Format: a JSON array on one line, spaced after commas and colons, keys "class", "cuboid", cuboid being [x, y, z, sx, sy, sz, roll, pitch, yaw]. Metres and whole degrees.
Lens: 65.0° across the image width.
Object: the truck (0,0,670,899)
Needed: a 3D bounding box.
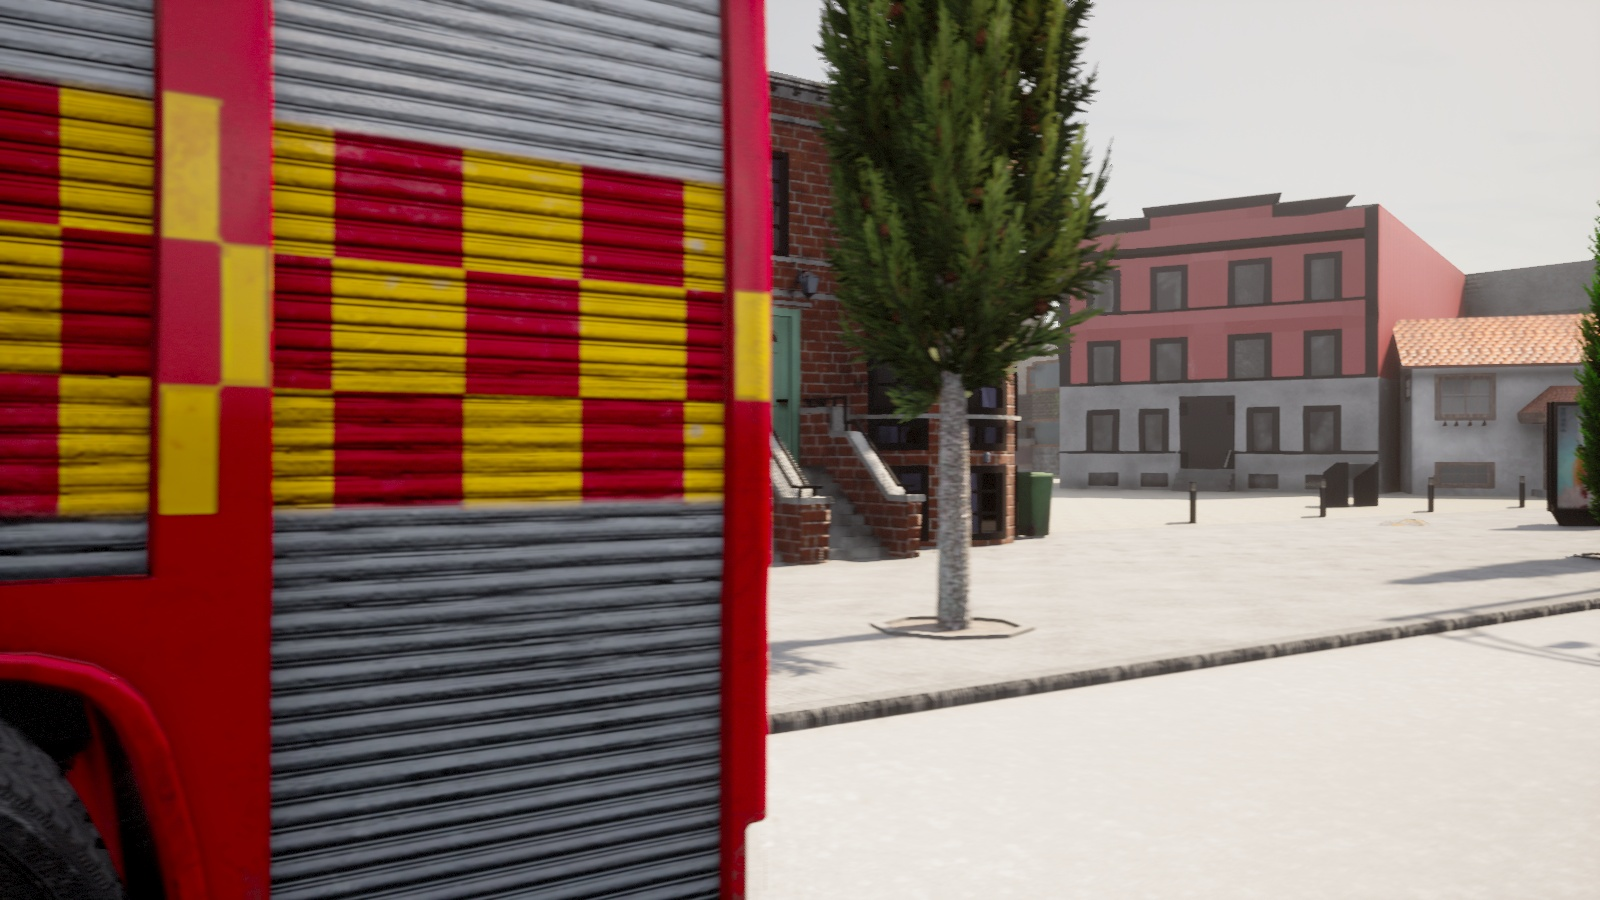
[{"class": "truck", "cuboid": [-4.546, -0.407, 1.106, 8.468, 3.827, 2.891, 0, 0, -35]}]
